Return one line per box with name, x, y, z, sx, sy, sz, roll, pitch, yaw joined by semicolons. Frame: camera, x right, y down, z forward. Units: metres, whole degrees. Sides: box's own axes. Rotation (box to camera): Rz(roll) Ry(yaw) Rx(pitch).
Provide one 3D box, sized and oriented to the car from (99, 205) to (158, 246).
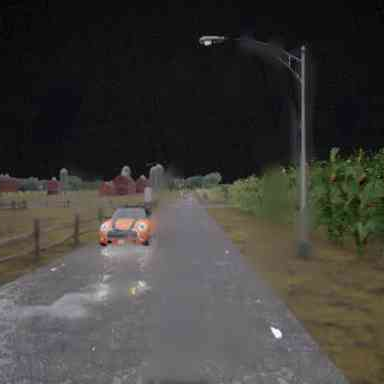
car;-2.842;1.446;15.686;2.097;1.767;4.553;0;0;0
